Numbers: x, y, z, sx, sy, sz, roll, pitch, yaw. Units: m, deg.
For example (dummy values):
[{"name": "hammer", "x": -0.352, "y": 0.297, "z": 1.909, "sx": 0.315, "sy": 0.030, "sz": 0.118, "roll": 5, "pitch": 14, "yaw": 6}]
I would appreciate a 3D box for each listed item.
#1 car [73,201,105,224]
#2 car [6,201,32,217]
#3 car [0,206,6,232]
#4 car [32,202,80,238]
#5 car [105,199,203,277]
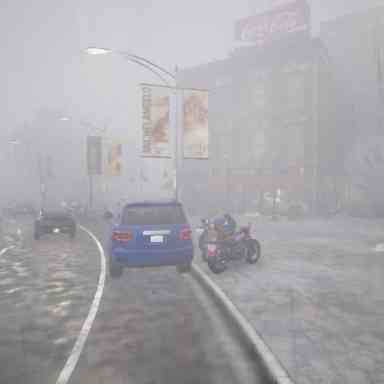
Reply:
[{"name": "car", "x": -7.348, "y": 1.590, "z": 24.614, "sx": 1.895, "sy": 1.301, "sz": 4.718, "roll": 0, "pitch": 0, "yaw": -28}, {"name": "car", "x": -16.359, "y": 1.551, "z": 31.404, "sx": 1.994, "sy": 1.385, "sz": 4.181, "roll": 0, "pitch": 0, "yaw": -42}, {"name": "car", "x": -10.897, "y": 1.468, "z": 17.003, "sx": 1.882, "sy": 1.535, "sz": 5.008, "roll": 0, "pitch": 0, "yaw": -26}, {"name": "car", "x": -7.320, "y": 1.502, "z": 17.658, "sx": 1.837, "sy": 1.490, "sz": 4.892, "roll": 0, "pitch": 0, "yaw": -25}, {"name": "car", "x": -1.533, "y": 1.219, "z": 10.591, "sx": 2.150, "sy": 2.045, "sz": 5.566, "roll": 0, "pitch": 0, "yaw": -15}]
